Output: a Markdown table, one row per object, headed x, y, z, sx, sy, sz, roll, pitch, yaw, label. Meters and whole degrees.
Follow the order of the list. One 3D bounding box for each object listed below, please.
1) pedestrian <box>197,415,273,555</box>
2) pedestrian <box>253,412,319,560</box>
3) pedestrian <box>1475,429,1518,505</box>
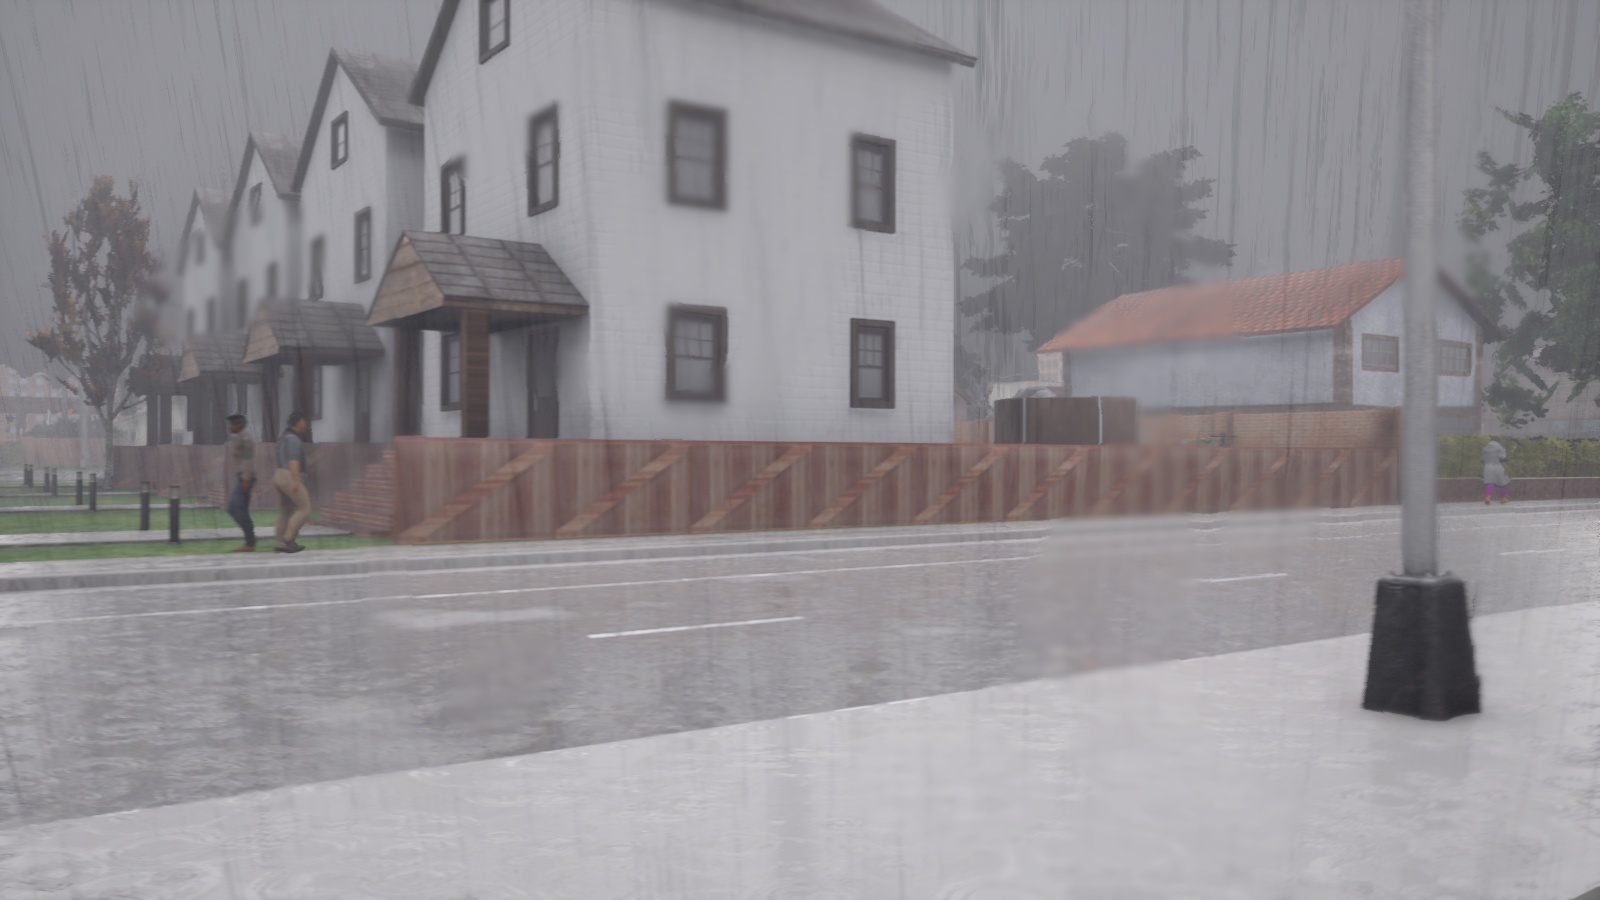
| x | y | z | sx | sy | sz | roll | pitch | yaw | label |
| --- | --- | --- | --- | --- | --- | --- | --- | --- | --- |
| -7.414 | 0.456 | 16.500 | 0.869 | 1.805 | 0.328 | 0 | 0 | -17 | pedestrian |
| -6.617 | 0.452 | 16.171 | 0.694 | 1.848 | 0.540 | 0 | 0 | -33 | pedestrian |
| 18.161 | 0.442 | 32.748 | 0.873 | 1.952 | 0.659 | 0 | 0 | -36 | pedestrian |
